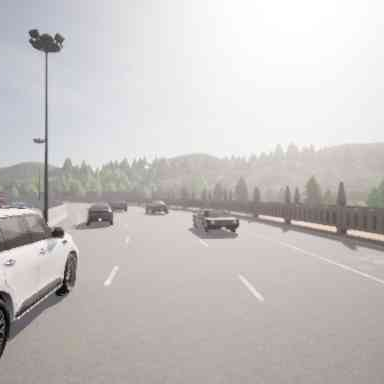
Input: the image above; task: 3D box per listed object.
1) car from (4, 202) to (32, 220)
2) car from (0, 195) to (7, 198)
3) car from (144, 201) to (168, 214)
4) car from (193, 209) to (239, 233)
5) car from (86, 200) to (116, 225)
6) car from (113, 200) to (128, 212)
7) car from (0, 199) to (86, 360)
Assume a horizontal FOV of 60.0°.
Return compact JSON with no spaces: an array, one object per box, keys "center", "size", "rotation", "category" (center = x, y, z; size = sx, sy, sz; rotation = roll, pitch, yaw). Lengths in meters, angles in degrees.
[{"center":[-16.546,1.726,31.764],"size":[1.812,1.442,4.674],"rotation":[0,0,-21],"category":"car"},{"center":[-38.351,1.609,65.994],"size":[2.150,2.045,5.566],"rotation":[0,0,-43],"category":"car"},{"center":[-4.162,1.766,38.905],"size":[1.812,1.442,4.674],"rotation":[0,0,-22],"category":"car"},{"center":[1.323,1.728,20.678],"size":[1.895,1.301,4.718],"rotation":[0,0,-11],"category":"car"},{"center":[-7.087,1.667,25.656],"size":[1.837,1.490,4.892],"rotation":[0,0,-15],"category":"car"},{"center":[-9.621,1.757,42.763],"size":[2.128,1.511,4.902],"rotation":[0,0,-24],"category":"car"},{"center":[-3.679,1.258,5.711],"size":[2.150,2.045,5.566],"rotation":[0,0,-4],"category":"car"}]
